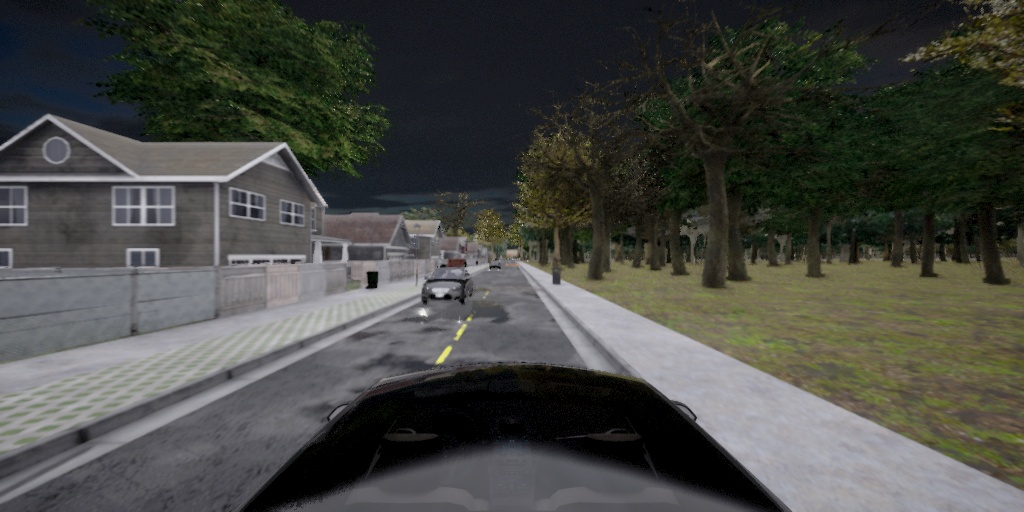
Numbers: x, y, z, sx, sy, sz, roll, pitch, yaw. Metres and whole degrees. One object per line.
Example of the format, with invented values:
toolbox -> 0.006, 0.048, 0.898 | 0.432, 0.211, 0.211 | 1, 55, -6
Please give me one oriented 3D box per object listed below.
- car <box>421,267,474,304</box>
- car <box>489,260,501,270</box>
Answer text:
car -> -2.845, 1.287, 16.617 | 2.128, 1.511, 4.902 | 0, 0, 0
car -> -2.772, 1.449, 59.116 | 1.837, 1.490, 4.892 | 0, 0, 1
